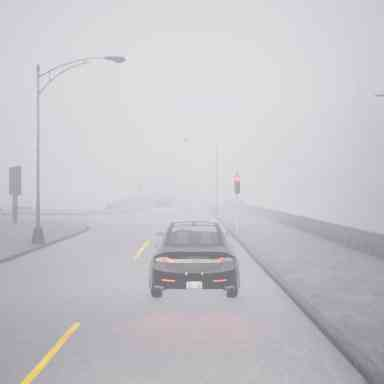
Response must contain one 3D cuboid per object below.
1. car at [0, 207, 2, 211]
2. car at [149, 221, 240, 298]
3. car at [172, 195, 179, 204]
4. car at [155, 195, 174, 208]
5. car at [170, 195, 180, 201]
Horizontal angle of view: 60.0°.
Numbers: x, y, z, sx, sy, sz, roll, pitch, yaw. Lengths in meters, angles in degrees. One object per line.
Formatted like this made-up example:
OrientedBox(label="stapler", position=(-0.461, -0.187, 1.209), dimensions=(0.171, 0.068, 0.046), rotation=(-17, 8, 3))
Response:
OrientedBox(label="car", position=(-20.547, 1.599, 30.898), dimensions=(4.718, 1.301, 1.895), rotation=(0, 0, 0))
OrientedBox(label="car", position=(0.059, 1.491, 8.514), dimensions=(2.128, 1.511, 4.902), rotation=(0, 0, 0))
OrientedBox(label="car", position=(-4.072, 1.348, 64.019), dimensions=(2.097, 1.767, 4.553), rotation=(0, 0, 0))
OrientedBox(label="car", position=(-4.113, 1.561, 47.450), dimensions=(1.994, 1.385, 4.181), rotation=(0, 0, 0))
OrientedBox(label="car", position=(-4.031, 1.349, 79.548), dimensions=(2.033, 1.411, 5.357), rotation=(0, 0, 0))
